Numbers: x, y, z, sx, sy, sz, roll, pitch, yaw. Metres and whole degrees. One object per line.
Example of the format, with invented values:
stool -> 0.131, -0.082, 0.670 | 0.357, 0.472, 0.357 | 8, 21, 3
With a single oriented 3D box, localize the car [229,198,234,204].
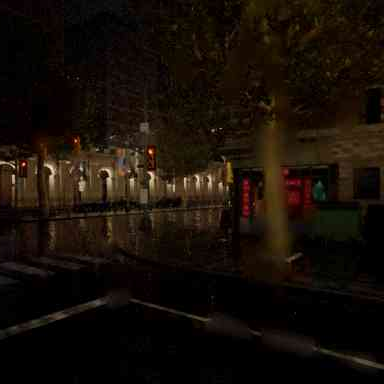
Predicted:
car -> 8.873, 1.547, 62.915 | 2.033, 1.411, 5.357 | 0, 0, 36

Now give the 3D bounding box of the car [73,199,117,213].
car -> -10.713, 1.563, 35.916 | 1.994, 1.385, 4.181 | 0, 0, 36

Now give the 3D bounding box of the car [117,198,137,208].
car -> -10.252, 1.595, 47.928 | 1.895, 1.301, 4.718 | 0, 0, 36

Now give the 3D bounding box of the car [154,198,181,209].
car -> -3.396, 1.564, 46.064 | 1.994, 1.385, 4.181 | 0, 0, 36
